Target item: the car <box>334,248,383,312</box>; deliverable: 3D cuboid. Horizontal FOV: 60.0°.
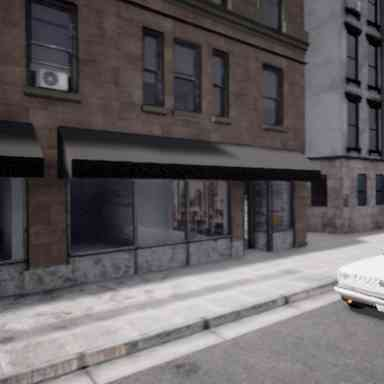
[{"bbox_3d":[4.893,1.553,6.608,4.718,1.301,1.895,-1,0,-36],"label":"car"}]
